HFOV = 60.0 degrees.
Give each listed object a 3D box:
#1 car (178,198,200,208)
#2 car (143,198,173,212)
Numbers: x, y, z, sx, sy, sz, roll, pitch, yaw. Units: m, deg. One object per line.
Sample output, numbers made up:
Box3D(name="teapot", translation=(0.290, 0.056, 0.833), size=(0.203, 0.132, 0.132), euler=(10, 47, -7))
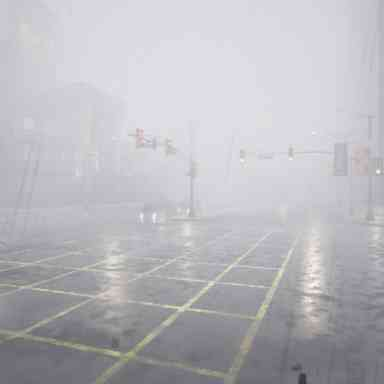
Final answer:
Box3D(name="car", translation=(-0.376, 1.600, 48.488), size=(1.895, 1.301, 4.718), euler=(0, 0, 21))
Box3D(name="car", translation=(-3.927, 1.477, 38.910), size=(1.882, 1.535, 5.008), euler=(0, 0, 22))
